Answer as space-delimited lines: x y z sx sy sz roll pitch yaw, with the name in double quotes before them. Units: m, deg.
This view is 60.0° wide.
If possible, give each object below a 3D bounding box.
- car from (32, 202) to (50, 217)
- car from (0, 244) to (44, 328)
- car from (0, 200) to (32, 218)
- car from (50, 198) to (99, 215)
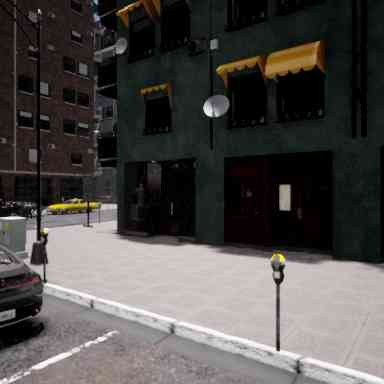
"car" -13.974 1.359 26.105 2.008 1.369 4.403 1 1 35
"car" -4.458 1.554 6.072 4.403 1.369 2.008 0 0 36
"car" -13.805 1.354 22.262 1.837 1.490 4.892 0 1 39
"car" -10.874 1.259 30.523 1.752 1.417 4.829 1 1 35
